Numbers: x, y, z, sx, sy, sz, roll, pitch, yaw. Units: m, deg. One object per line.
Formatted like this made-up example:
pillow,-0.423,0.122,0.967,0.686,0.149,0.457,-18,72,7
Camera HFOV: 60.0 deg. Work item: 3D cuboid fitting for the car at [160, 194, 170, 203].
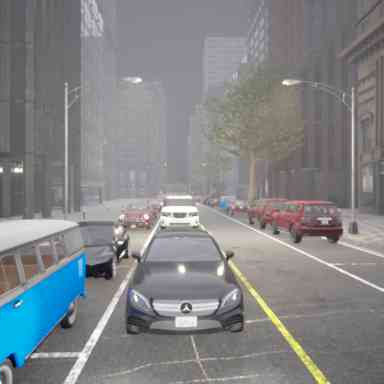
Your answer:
car,-6.318,1.487,77.519,2.192,1.841,5.009,0,0,-3

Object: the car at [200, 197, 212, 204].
car,2.764,1.675,66.675,1.887,1.381,4.507,0,0,-3

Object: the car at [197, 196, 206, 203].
car,2.198,1.738,77.940,1.947,1.339,4.313,0,0,-3

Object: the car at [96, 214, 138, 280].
car,-2.917,1.571,9.938,1.947,1.339,4.313,0,0,-3

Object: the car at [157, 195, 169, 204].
car,-5.751,1.446,66.256,2.192,1.841,5.009,0,0,-3

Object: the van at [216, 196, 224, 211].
van,4.182,1.389,38.514,1.690,1.788,3.998,0,0,-3

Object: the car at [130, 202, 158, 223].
car,-3.767,1.574,26.834,1.887,1.381,4.507,0,0,-3

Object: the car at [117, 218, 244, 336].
car,-0.193,1.529,6.899,1.812,1.442,4.674,0,0,-3

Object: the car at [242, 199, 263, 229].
car,5.031,1.336,21.616,2.192,1.841,5.009,0,0,-3

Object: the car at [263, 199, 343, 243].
car,5.314,1.327,15.985,2.192,1.841,5.009,0,0,-3

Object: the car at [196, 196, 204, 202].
car,1.905,1.720,83.743,1.752,1.417,4.829,0,0,-3

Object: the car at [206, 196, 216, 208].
car,3.614,1.653,49.779,1.802,1.307,4.206,0,0,-3

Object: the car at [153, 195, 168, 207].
car,-5.185,1.405,54.992,2.192,1.841,5.009,0,0,-3

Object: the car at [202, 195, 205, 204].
car,3.047,1.425,61.044,2.192,1.841,5.009,0,0,-3

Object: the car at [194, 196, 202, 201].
car,1.631,1.800,89.204,1.802,1.307,4.206,0,0,-3

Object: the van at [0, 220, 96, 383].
van,-2.633,1.343,4.306,1.690,1.788,3.998,0,0,-3

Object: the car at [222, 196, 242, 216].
car,4.465,1.479,32.881,1.967,1.590,4.097,0,0,-3

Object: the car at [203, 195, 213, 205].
car,3.330,1.655,55.409,1.947,1.339,4.313,0,0,-3

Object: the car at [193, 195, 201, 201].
car,1.347,1.683,94.838,1.967,1.590,4.097,0,0,-3

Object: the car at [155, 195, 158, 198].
car,-4.893,1.596,49.191,1.752,1.417,4.829,0,0,-3

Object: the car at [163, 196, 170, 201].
car,-7.168,1.809,94.414,1.947,1.339,4.313,0,0,-3

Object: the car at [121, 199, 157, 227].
car,-3.484,1.461,21.202,1.967,1.590,4.097,0,0,-3

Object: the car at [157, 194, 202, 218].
car,-0.787,1.242,20.771,2.150,2.045,5.566,0,0,-2

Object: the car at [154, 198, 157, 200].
car,-4.334,1.630,38.098,1.802,1.307,4.206,0,0,-3
